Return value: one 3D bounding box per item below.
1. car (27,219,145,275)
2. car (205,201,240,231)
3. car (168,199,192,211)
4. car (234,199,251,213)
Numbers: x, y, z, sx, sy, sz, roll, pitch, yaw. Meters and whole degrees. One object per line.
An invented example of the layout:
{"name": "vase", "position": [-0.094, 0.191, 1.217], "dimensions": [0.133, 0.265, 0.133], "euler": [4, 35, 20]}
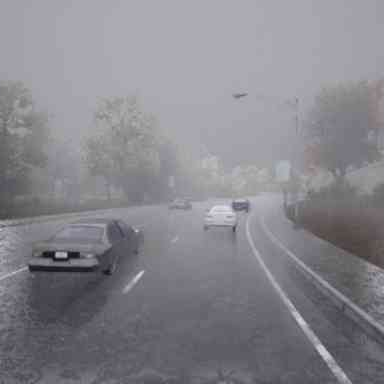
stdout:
{"name": "car", "position": [-2.899, 1.539, 10.379], "dimensions": [2.033, 1.411, 5.357], "euler": [0, 0, 5]}
{"name": "car", "position": [1.873, 1.536, 20.810], "dimensions": [1.812, 1.442, 4.674], "euler": [0, 0, 8]}
{"name": "car", "position": [-1.384, 1.558, 39.696], "dimensions": [1.994, 1.385, 4.181], "euler": [0, 0, 16]}
{"name": "car", "position": [5.722, 1.505, 38.436], "dimensions": [1.882, 1.535, 5.008], "euler": [0, 0, 15]}
